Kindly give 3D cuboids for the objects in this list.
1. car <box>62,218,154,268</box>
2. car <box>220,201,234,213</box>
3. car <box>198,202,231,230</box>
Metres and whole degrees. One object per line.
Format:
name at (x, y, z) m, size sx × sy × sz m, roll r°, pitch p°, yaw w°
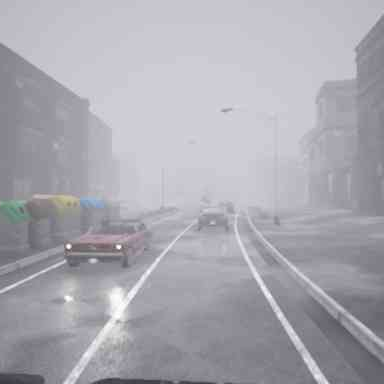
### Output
car at (-2.627, 1.624, 11.503) m, size 1.895 × 1.301 × 4.718 m, roll 0°, pitch 0°, yaw 4°
car at (3.907, 1.680, 38.993) m, size 1.994 × 1.385 × 4.181 m, roll 0°, pitch -1°, yaw 9°
car at (1.421, 1.569, 21.154) m, size 1.812 × 1.442 × 4.674 m, roll 0°, pitch 0°, yaw 6°
